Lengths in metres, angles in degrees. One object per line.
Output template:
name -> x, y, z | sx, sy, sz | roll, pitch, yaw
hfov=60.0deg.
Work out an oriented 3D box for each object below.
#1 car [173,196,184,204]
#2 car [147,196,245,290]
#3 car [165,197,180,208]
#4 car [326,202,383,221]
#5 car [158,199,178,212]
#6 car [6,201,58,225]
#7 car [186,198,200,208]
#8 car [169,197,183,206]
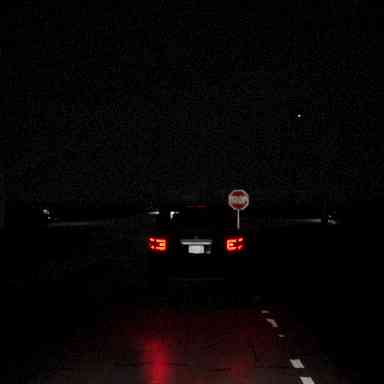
car -> -2.761, 1.599, 69.177 | 2.033, 1.411, 5.357 | 0, 0, 0
car -> 0.098, 1.225, 9.238 | 2.150, 2.045, 5.566 | 0, 0, 0
car -> -2.835, 1.513, 48.923 | 1.882, 1.535, 5.008 | 0, 0, 0
car -> 13.663, 1.540, 26.617 | 5.357, 1.411, 2.033 | 0, -1, -1
car -> -2.839, 1.590, 40.091 | 1.994, 1.385, 4.181 | 0, 0, 0
car -> -12.088, 1.405, 23.842 | 4.553, 1.767, 2.097 | 0, -1, -4
car -> 0.091, 1.599, 48.630 | 1.994, 1.385, 4.181 | 0, 0, 0
car -> -2.788, 1.592, 58.686 | 2.033, 1.411, 5.357 | 0, 0, 1
